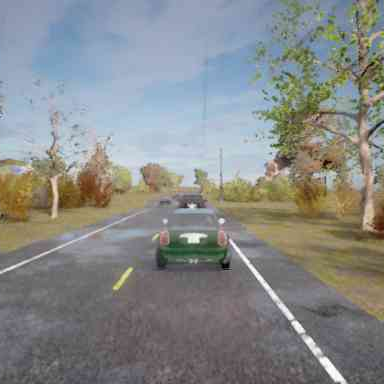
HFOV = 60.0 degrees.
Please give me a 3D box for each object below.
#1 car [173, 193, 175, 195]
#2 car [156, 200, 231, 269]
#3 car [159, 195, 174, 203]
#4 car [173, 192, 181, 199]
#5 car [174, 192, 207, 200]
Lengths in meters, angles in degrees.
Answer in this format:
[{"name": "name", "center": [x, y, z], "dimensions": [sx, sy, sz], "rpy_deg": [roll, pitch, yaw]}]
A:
[{"name": "car", "center": [-3.721, 0.980, 79.934], "dimensions": [2.128, 1.511, 4.902], "rpy_deg": [0, 0, -2]}, {"name": "car", "center": [0.053, 1.311, 11.147], "dimensions": [2.097, 1.767, 4.553], "rpy_deg": [0, 0, 0]}, {"name": "car", "center": [-3.968, 1.398, 50.238], "dimensions": [1.895, 1.301, 4.718], "rpy_deg": [0, 0, -3]}, {"name": "car", "center": [-3.872, 0.836, 87.237], "dimensions": [2.097, 1.767, 4.553], "rpy_deg": [0, 0, 0]}, {"name": "car", "center": [0.001, 1.128, 26.036], "dimensions": [2.150, 2.045, 5.566], "rpy_deg": [0, 1, 0]}]
